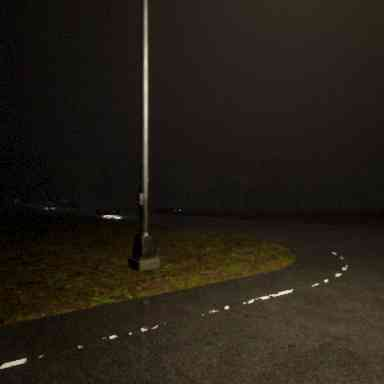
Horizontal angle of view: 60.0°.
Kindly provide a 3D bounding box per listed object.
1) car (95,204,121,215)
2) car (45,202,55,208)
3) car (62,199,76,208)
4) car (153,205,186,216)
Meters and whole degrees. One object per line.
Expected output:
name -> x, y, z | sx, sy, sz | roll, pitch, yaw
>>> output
car -> -10.189, 2.106, 40.233 | 1.994, 1.385, 4.181 | 3, -3, -35
car -> -33.553, 2.987, 78.507 | 1.812, 1.442, 4.674 | 2, -2, -29
car -> -29.686, 2.827, 80.110 | 2.150, 2.045, 5.566 | 3, -2, -35
car -> -2.878, 2.298, 41.999 | 2.033, 1.411, 5.357 | 3, -3, -35
